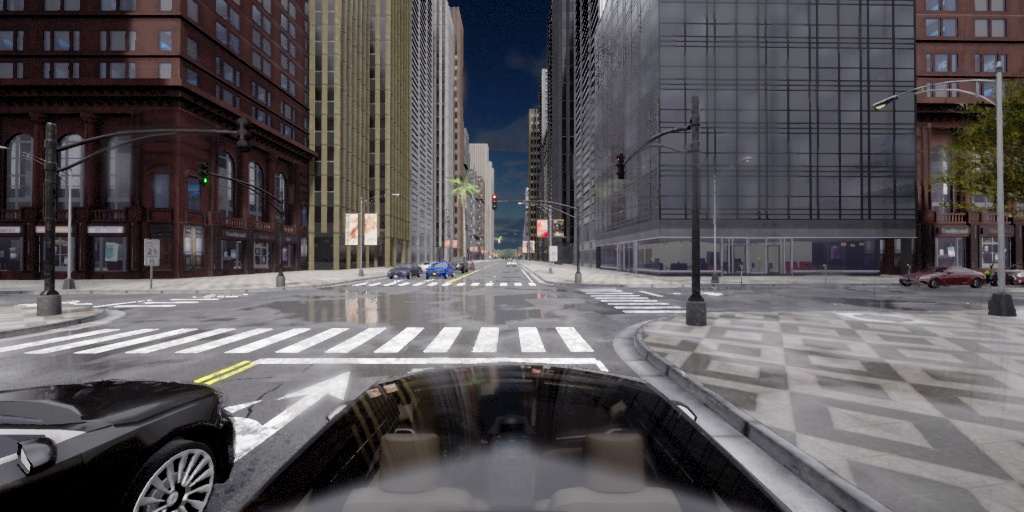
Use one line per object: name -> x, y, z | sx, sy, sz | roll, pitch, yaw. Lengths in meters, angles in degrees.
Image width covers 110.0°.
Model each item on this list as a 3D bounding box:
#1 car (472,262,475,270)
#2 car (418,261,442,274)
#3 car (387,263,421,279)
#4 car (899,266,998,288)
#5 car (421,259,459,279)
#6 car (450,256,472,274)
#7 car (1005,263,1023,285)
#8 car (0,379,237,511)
car -> -6.670, 1.411, 53.970 | 1.812, 1.442, 4.674 | 0, 0, 0
car -> -9.923, 1.371, 43.729 | 1.812, 1.442, 4.674 | 0, 0, 0
car -> -9.871, 1.361, 33.542 | 2.033, 1.411, 5.357 | 0, 0, 3
car -> 26.430, 1.274, 22.027 | 4.207, 1.307, 1.802 | 0, 0, -1
car -> -6.651, 1.291, 33.573 | 1.882, 1.535, 5.008 | 0, 0, 2
car -> -6.671, 1.068, 44.014 | 2.150, 2.045, 5.566 | 0, 0, 0
car -> 32.068, 1.116, 22.125 | 4.097, 1.591, 1.967 | 0, 0, -1
car -> -3.138, 1.241, 0.933 | 2.128, 1.511, 4.902 | 0, 0, -1
